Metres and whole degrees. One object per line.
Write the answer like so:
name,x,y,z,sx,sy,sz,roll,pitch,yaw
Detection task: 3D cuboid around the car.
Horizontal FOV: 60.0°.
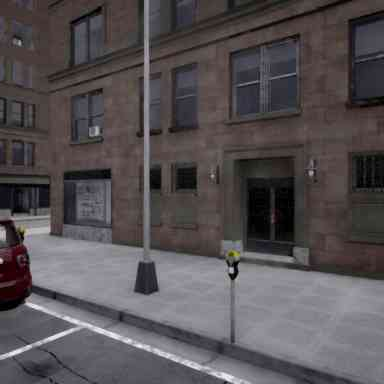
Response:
car,-5.112,1.315,6.444,5.009,1.841,2.192,0,0,35
